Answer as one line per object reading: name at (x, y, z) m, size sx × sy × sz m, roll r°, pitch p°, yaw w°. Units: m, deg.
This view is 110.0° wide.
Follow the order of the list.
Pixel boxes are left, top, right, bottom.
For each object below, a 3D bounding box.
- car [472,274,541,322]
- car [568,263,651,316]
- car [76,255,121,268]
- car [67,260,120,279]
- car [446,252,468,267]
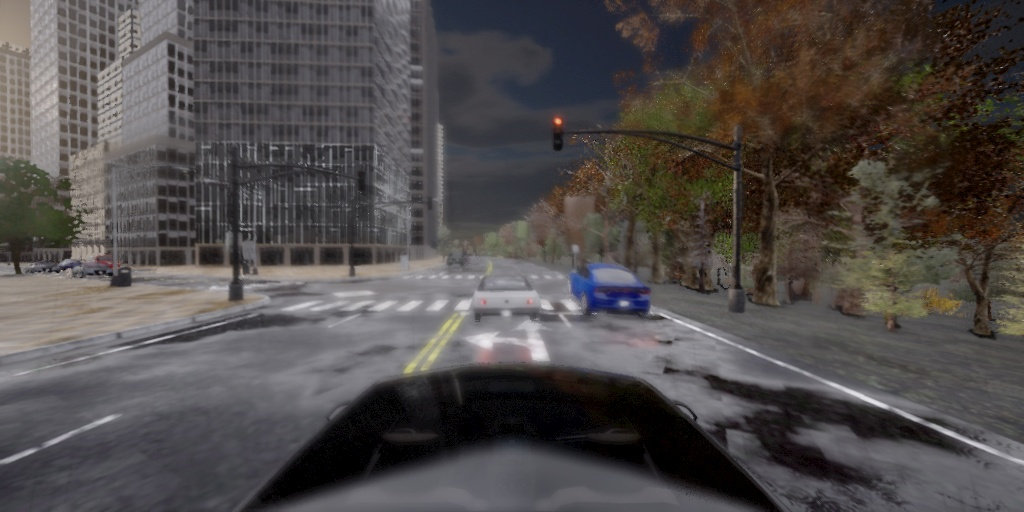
car at (-0.276, 1.238, 11.854) m, size 1.895 × 1.301 × 4.718 m, roll 0°, pitch 1°, yaw -3°
car at (3.245, 0.995, 12.751) m, size 1.882 × 1.535 × 5.008 m, roll 3°, pitch 5°, yaw 0°
car at (-46.905, 0.945, 40.896) m, size 5.566 × 2.045 × 2.150 m, roll 0°, pitch 1°, yaw 29°
car at (-38.133, 1.283, 32.654) m, size 4.181 × 1.385 × 1.994 m, roll 0°, pitch 1°, yaw 28°
car at (-7.960, 0.440, 51.088) m, size 2.150 × 2.045 × 5.566 m, roll 0°, pitch 1°, yaw -3°
